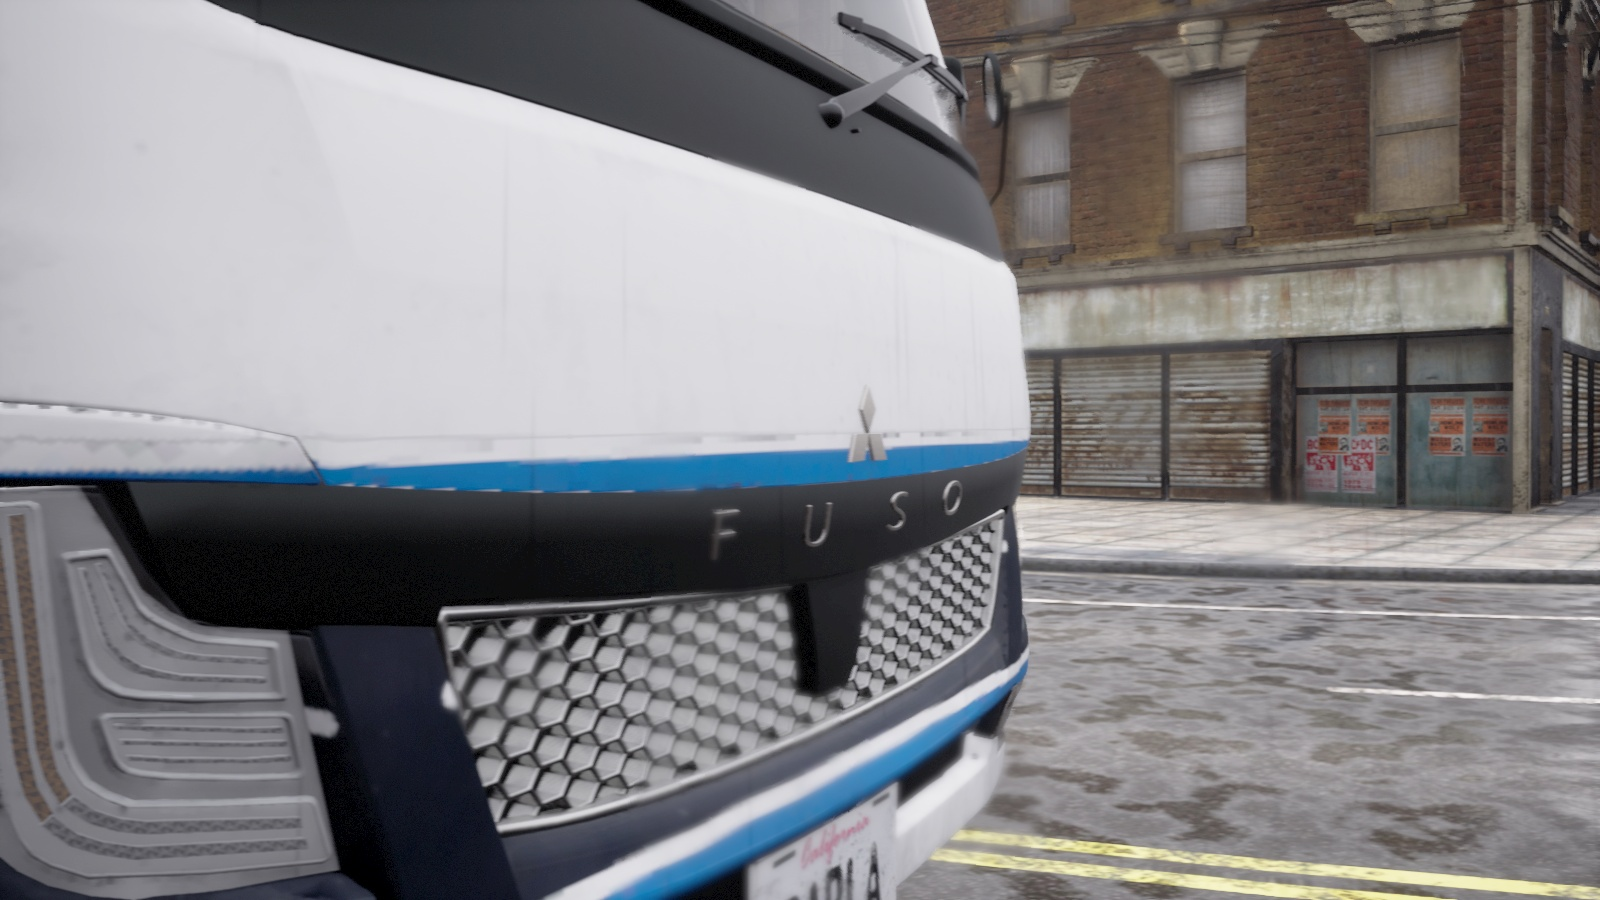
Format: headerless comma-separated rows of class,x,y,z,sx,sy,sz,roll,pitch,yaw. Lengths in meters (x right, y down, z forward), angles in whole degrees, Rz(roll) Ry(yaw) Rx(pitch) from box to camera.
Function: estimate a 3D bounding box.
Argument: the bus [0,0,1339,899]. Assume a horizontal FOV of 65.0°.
bus,-3.792,-0.635,4.637,10.273,4.253,3.944,1,1,29
